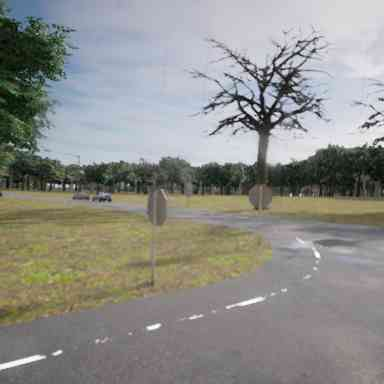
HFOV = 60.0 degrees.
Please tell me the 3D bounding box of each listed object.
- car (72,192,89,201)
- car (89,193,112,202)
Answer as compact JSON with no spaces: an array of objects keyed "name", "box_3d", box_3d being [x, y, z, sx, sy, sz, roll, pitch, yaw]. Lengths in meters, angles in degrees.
[{"name":"car","box_3d":[-19.692,0.793,59.081,2.033,1.411,5.357,3,-1,-36]},{"name":"car","box_3d":[-13.732,0.820,50.892,1.812,1.442,4.674,3,-1,-35]}]
